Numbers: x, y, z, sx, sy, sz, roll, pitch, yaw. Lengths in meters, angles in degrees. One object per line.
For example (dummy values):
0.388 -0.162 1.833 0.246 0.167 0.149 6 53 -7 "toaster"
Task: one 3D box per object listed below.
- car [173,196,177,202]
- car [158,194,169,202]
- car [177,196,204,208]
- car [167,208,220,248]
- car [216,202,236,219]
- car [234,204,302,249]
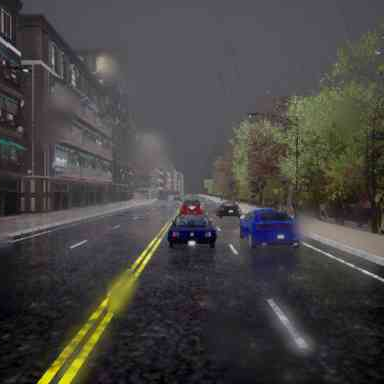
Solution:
-3.251 1.504 76.043 1.895 1.301 4.718 0 0 0 "car"
-6.500 1.264 76.102 2.097 1.767 4.553 0 0 0 "car"
0.000 1.369 29.620 2.097 1.767 4.553 0 0 0 "car"
0.000 1.618 14.680 1.895 1.301 4.718 0 0 0 "car"
3.250 1.576 29.650 1.994 1.385 4.181 0 0 0 "car"
3.250 1.486 14.650 1.882 1.535 5.008 0 0 0 "car"
